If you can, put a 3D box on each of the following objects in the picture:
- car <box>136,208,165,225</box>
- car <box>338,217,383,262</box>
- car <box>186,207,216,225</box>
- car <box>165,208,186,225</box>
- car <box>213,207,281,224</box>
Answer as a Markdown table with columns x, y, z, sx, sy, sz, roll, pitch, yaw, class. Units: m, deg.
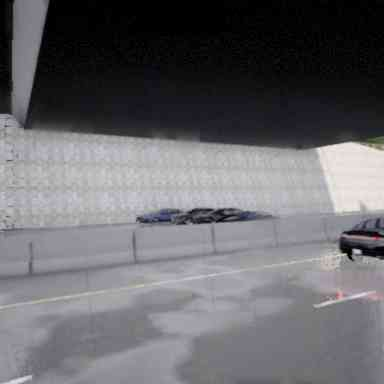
| x | y | z | sx | sy | sz | roll | pitch | yaw | class |
| --- | --- | --- | --- | --- | --- | --- | --- | --- | --- |
| -2.331 | 2.175 | 30.269 | 5.357 | 1.411 | 2.033 | 0 | -1 | -29 | car |
| 7.119 | 1.582 | 11.276 | 4.902 | 1.511 | 2.128 | 0 | -1 | -29 | car |
| 2.406 | 1.915 | 24.900 | 5.008 | 1.535 | 1.882 | 0 | -1 | -29 | car |
| 0.589 | 2.033 | 27.892 | 4.892 | 1.490 | 1.837 | 0 | -1 | -29 | car |
| 3.866 | 1.914 | 21.705 | 4.181 | 1.385 | 1.994 | 0 | -1 | -29 | car |
